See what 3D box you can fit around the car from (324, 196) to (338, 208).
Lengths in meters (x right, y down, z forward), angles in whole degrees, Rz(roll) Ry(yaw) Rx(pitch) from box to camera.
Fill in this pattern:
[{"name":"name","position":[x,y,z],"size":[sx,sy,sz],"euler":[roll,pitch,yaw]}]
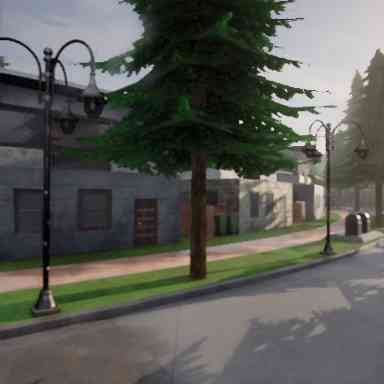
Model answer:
[{"name":"car","position":[25.003,1.773,61.134],"size":[2.150,2.045,5.566],"euler":[1,0,-6]}]
